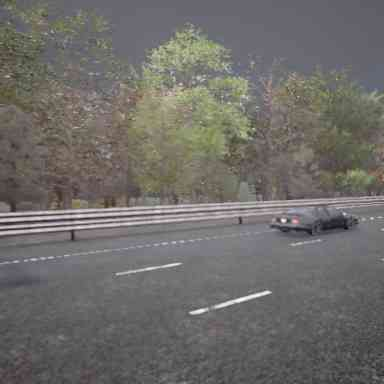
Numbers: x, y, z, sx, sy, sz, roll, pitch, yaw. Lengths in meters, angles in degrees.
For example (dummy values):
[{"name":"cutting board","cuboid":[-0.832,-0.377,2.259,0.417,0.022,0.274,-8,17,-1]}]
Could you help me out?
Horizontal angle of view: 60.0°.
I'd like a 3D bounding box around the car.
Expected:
[{"name":"car","cuboid":[6.306,1.336,16.875,5.357,1.411,2.033,-1,1,-35]}]
